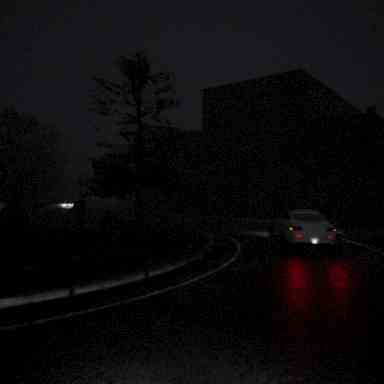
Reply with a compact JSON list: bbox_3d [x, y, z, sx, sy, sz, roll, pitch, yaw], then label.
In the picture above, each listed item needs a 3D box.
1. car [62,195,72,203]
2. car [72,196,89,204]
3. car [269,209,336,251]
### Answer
[{"bbox_3d":[-23.474,1.402,63.332,2.128,1.511,4.902,0,1,-15],"label":"car"},{"bbox_3d":[-14.803,1.491,44.716,1.882,1.535,5.008,0,0,-17],"label":"car"},{"bbox_3d":[4.332,1.389,13.394,1.812,1.442,4.674,1,0,6],"label":"car"}]
